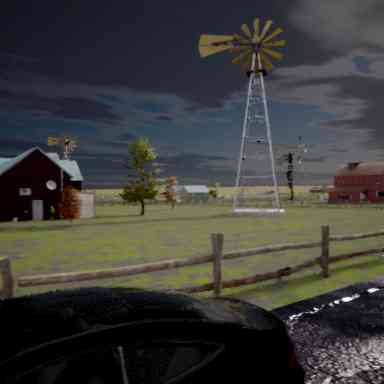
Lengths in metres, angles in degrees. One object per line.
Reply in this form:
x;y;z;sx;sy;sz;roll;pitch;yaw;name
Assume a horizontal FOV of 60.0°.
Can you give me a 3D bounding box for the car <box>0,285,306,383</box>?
-1.141;1.525;2.257;4.674;1.442;1.812;0;0;-35;car
